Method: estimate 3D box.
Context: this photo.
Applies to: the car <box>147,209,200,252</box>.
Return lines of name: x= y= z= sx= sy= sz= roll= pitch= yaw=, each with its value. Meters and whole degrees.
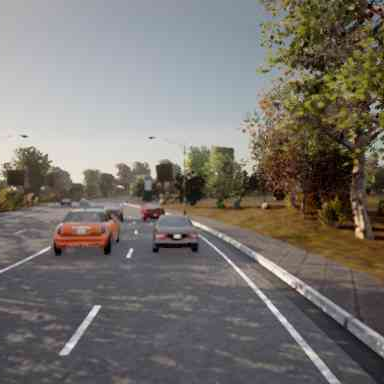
car: x=-0.831 y=1.687 z=14.637 sx=2.033 sy=1.411 sz=5.357 roll=0 pitch=-1 yaw=-7

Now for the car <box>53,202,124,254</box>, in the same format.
car: x=-4.317 y=1.486 z=14.317 sx=2.097 sy=1.767 sz=4.553 roll=0 pitch=-1 yaw=-7

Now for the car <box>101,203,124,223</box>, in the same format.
car: x=-7.013 y=1.802 z=29.551 sx=1.812 sy=1.442 sz=4.674 roll=0 pitch=0 yaw=-13

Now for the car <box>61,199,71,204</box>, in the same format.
car: x=-25.484 y=2.110 z=67.337 sx=1.882 sy=1.535 sz=5.008 roll=0 pitch=-1 yaw=-18

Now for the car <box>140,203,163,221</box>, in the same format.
car: x=-3.620 y=1.766 z=30.412 sx=1.882 sy=1.535 sz=5.008 roll=0 pitch=0 yaw=-13

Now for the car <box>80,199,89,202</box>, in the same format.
car: x=-22.148 y=2.147 z=68.394 sx=1.837 sy=1.490 sz=4.892 roll=0 pitch=-1 yaw=-18
